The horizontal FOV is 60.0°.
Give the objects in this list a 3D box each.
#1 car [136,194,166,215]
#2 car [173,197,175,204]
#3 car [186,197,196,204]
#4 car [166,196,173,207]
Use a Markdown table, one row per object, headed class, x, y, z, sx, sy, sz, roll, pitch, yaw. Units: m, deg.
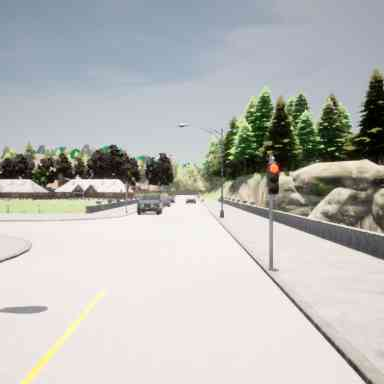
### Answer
| class | x | y | z | sx | sy | sz | roll | pitch | yaw |
| --- | --- | --- | --- | --- | --- | --- | --- | --- | --- |
| car | -4.190 | 1.221 | 33.735 | 2.150 | 2.045 | 5.566 | 0 | 0 | 0 |
| car | -4.218 | 1.547 | 65.000 | 2.033 | 1.411 | 5.357 | 0 | 0 | 0 |
| car | -0.180 | 1.601 | 63.408 | 1.895 | 1.301 | 4.718 | 0 | 0 | 0 |
| car | -4.238 | 1.526 | 49.924 | 1.812 | 1.442 | 4.674 | 0 | 0 | 0 |
